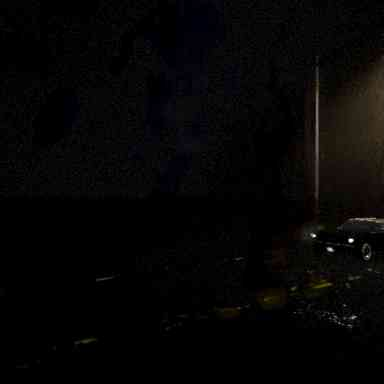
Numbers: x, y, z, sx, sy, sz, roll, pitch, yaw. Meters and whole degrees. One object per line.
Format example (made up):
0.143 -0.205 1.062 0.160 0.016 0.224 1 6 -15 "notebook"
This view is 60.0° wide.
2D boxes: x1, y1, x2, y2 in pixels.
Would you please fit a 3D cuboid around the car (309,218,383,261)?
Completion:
6.650 1.693 12.691 4.718 1.301 1.895 1 0 -32 "car"
